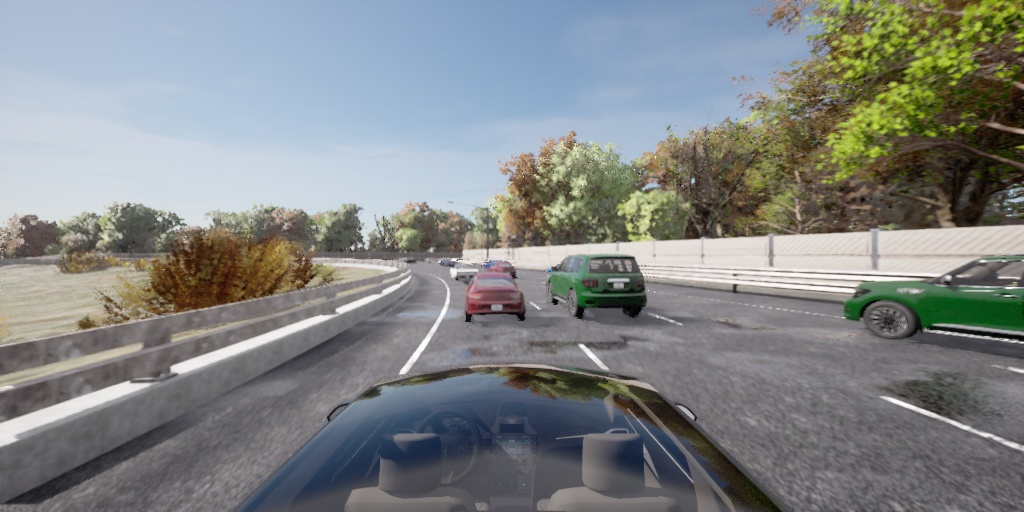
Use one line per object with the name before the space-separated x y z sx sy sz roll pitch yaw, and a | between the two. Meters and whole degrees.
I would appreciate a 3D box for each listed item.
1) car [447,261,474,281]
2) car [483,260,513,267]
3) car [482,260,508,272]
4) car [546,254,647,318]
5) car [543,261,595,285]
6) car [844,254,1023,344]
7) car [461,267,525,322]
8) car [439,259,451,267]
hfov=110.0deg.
car | -4.051 1.323 29.929 1.895 1.301 4.718 0 0 -16
car | -0.977 1.235 31.760 1.812 1.442 4.674 0 0 -16
car | -2.235 1.221 45.251 1.812 1.442 4.674 0 0 -23
car | 2.792 0.946 13.037 2.150 2.045 5.566 0 0 -6
car | 4.077 1.179 26.531 1.882 1.535 5.008 0 0 -15
car | 10.320 0.953 7.059 2.150 2.045 5.566 0 0 -22
car | -0.665 1.263 12.241 1.812 1.442 4.674 0 0 -6
car | -11.288 1.266 62.533 1.994 1.385 4.181 0 0 -30
